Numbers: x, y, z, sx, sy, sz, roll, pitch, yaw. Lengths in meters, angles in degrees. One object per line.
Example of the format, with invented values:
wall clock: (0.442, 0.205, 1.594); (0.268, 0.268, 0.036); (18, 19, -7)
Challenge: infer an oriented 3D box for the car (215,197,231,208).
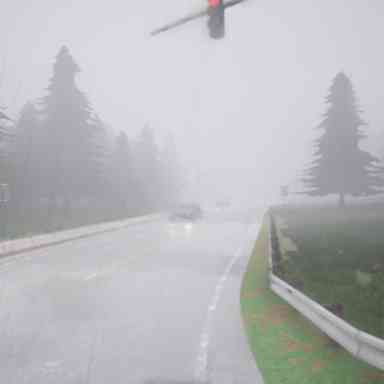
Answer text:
car: (4.642, 1.495, 49.555); (1.882, 1.535, 5.008); (-1, 0, 12)

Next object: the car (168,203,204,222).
car: (-0.347, 1.582, 26.769); (2.033, 1.411, 5.357); (-1, 0, 13)
